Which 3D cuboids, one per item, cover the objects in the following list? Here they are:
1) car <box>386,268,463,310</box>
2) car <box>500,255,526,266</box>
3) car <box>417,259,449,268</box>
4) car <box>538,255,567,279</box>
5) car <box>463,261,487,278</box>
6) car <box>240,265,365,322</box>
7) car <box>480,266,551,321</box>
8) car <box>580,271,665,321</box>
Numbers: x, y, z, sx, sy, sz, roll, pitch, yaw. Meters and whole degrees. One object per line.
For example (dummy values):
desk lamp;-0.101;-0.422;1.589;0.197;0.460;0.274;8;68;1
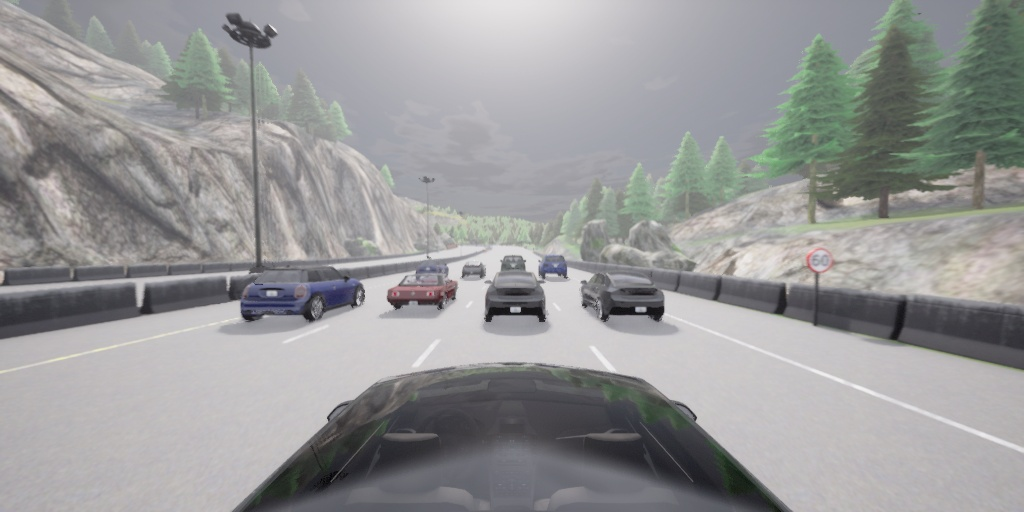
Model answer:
car;-3.398;1.342;14.589;1.895;1.301;4.718;0;0;0
car;0.106;0.906;32.222;2.150;2.045;5.566;0;0;0
car;-6.894;1.041;31.500;2.097;1.767;4.553;0;0;0
car;3.606;0.906;32.284;2.150;2.045;5.566;0;0;0
car;-3.394;1.173;32.575;2.128;1.511;4.902;0;0;0
car;-6.898;1.094;12.420;2.097;1.767;4.553;0;0;0
car;0.103;1.247;12.398;1.837;1.490;4.892;0;0;0
car;3.603;1.247;12.435;1.837;1.490;4.892;0;0;0
